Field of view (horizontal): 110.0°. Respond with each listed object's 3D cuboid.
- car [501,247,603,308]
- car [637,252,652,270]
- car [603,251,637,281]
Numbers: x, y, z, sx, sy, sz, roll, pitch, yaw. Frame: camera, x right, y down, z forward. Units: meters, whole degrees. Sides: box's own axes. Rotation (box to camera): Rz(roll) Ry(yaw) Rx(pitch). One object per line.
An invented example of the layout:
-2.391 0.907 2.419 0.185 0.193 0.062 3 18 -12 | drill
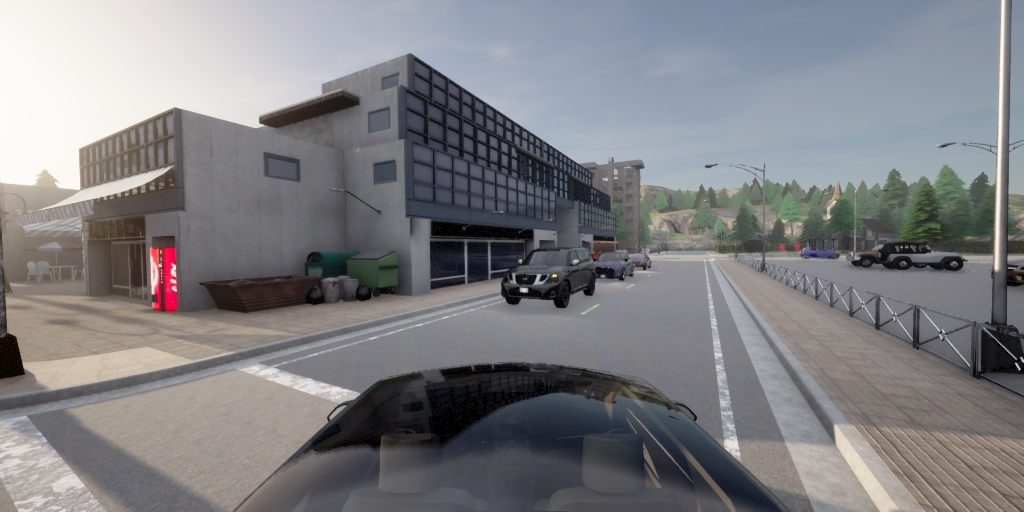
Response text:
1.677 0.674 13.995 2.150 2.045 5.566 0 2 28 | car
11.115 0.418 31.705 1.812 1.442 4.674 0 2 28 | car
6.301 0.530 22.677 2.097 1.767 4.553 0 2 28 | car
